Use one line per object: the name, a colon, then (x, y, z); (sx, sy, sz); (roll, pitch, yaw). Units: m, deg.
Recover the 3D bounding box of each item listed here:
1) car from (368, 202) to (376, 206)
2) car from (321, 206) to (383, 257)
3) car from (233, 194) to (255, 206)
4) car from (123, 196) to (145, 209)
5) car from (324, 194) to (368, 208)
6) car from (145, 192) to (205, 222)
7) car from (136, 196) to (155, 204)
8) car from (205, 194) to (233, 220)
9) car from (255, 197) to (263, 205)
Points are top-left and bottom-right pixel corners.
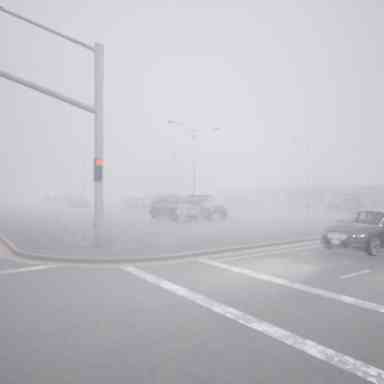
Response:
car: (19.465, 1.416, 39.102); (1.970, 1.475, 3.806); (0, 0, -35)
car: (7.112, 1.499, 13.128); (4.902, 1.511, 2.128); (0, 0, -34)
car: (7.033, 1.170, 51.803); (1.932, 1.855, 4.605); (0, 0, -35)
car: (-6.766, 1.402, 42.051); (1.970, 1.475, 3.806); (0, 0, -35)
car: (17.085, 1.175, 37.453); (1.905, 1.878, 3.866); (0, 0, -35)
car: (-1.383, 1.159, 24.570); (1.932, 1.855, 4.605); (0, 0, -35)
car: (-8.314, 1.374, 59.391); (1.784, 1.438, 3.905); (0, 0, -35)
car: (1.020, 1.163, 26.183); (1.905, 1.878, 3.866); (0, 0, -35)
car: (9.444, 1.382, 53.409); (1.784, 1.438, 3.905); (0, 0, -35)
